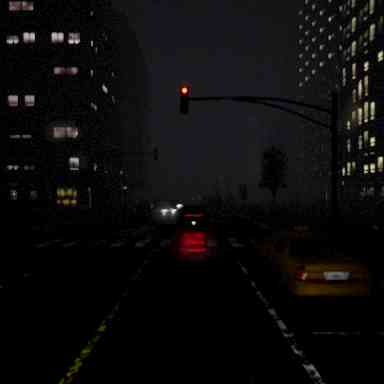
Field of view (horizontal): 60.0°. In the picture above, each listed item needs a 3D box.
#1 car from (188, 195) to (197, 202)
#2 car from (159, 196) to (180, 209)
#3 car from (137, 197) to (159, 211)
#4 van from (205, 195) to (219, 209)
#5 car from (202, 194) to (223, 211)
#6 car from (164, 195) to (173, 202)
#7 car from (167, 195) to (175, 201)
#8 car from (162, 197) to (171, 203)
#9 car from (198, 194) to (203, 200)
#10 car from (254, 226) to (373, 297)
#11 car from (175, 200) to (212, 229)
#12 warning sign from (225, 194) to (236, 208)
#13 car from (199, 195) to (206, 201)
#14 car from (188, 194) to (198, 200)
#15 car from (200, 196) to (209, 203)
[{"bbox_3d":[0.081,1.556,79.951,2.128,1.511,4.902,0,0,0],"label":"car"},{"bbox_3d":[-3.050,1.607,44.756,1.994,1.385,4.181,0,0,0],"label":"car"},{"bbox_3d":[-5.653,1.588,40.763,2.008,1.369,4.403,0,0,0],"label":"car"},{"bbox_3d":[2.732,1.386,46.280,1.690,1.788,3.998,0,0,0],"label":"van"},{"bbox_3d":[2.726,1.352,40.755,2.192,1.841,5.009,0,0,0],"label":"car"},{"bbox_3d":[-5.615,1.556,79.449,1.967,1.590,4.097,0,0,0],"label":"car"},{"bbox_3d":[-5.603,1.669,90.332,1.752,1.417,4.829,0,0,0],"label":"car"},{"bbox_3d":[-5.620,1.685,73.923,1.802,1.307,4.206,0,0,0],"label":"car"},{"bbox_3d":[2.748,1.393,62.860,2.192,1.841,5.009,0,0,0],"label":"car"},{"bbox_3d":[2.694,1.530,8.512,1.752,1.417,4.829,0,0,0],"label":"car"},{"bbox_3d":[0.106,1.545,22.040,1.837,1.490,4.892,0,0,0],"label":"car"},{"bbox_3d":[5.116,1.157,44.009,1.300,1.860,1.060,0,0,0],"label":"warning sign"},{"bbox_3d":[2.778,1.669,90.664,1.752,1.417,4.829,0,0,0],"label":"car"},{"bbox_3d":[0.069,1.599,69.533,2.128,1.511,4.902,0,0,0],"label":"car"},{"bbox_3d":[2.760,1.647,73.914,1.887,1.381,4.507,0,0,0],"label":"car"}]
